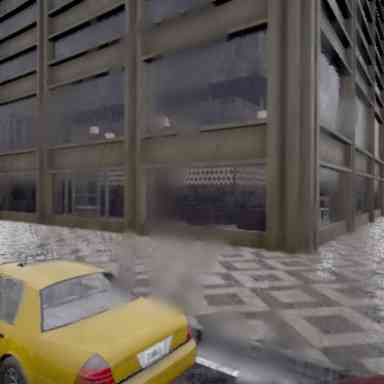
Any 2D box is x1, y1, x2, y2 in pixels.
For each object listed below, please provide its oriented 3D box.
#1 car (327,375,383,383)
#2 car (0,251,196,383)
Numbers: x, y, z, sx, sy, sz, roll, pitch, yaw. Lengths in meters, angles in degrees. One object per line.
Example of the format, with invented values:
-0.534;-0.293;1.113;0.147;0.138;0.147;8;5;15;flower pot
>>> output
2.476;1.591;1.199;4.206;1.307;1.802;0;0;35;car
-2.240;1.499;4.556;4.829;1.417;1.752;0;0;35;car
